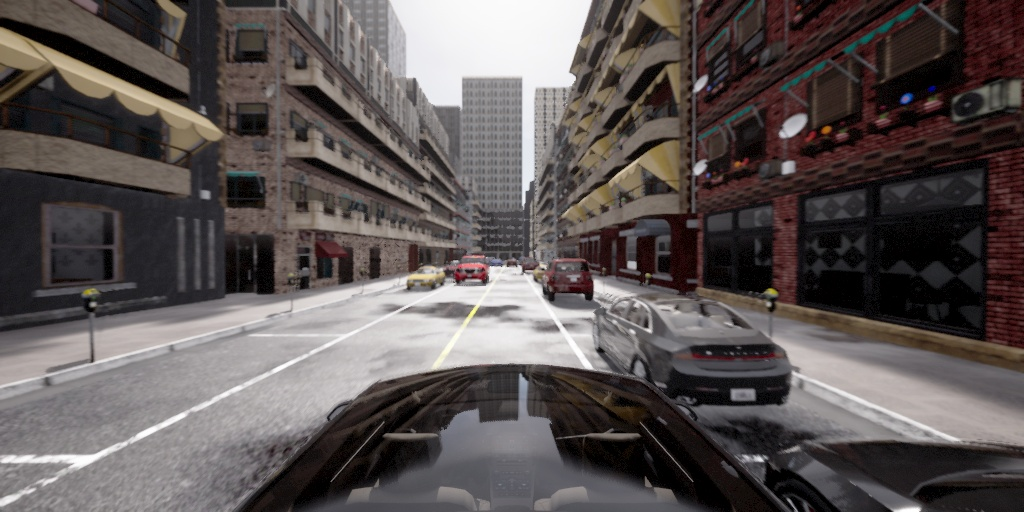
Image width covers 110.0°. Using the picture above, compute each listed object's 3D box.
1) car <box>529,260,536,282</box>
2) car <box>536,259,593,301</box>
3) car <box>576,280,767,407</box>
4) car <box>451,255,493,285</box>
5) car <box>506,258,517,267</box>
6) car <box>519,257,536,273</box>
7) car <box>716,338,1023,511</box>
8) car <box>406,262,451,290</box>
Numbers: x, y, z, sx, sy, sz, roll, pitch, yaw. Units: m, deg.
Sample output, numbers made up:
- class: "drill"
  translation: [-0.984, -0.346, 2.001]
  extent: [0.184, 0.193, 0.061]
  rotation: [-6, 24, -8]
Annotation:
- class: "car"
  translation: [2.562, 1.268, 28.517]
  extent: [1.751, 1.417, 4.829]
  rotation: [0, 0, 0]
- class: "car"
  translation: [2.563, 1.061, 17.249]
  extent: [2.192, 1.841, 5.009]
  rotation: [0, 0, 0]
- class: "car"
  translation: [2.564, 1.299, 6.151]
  extent: [2.007, 1.370, 4.403]
  rotation: [0, 0, 0]
- class: "car"
  translation: [-2.847, 0.965, 26.666]
  extent: [2.150, 2.045, 5.566]
  rotation: [0, 0, 0]
- class: "car"
  translation: [-0.005, 1.207, 63.245]
  extent: [1.882, 1.535, 5.008]
  rotation: [0, 0, 0]
- class: "car"
  translation: [2.258, 1.090, 43.657]
  extent: [2.097, 1.767, 4.553]
  rotation: [0, 0, 0]
- class: "car"
  translation: [2.564, 1.316, 0.602]
  extent: [1.948, 1.339, 4.313]
  rotation: [0, 0, 0]
- class: "car"
  translation: [-5.318, 1.270, 22.607]
  extent: [1.751, 1.417, 4.829]
  rotation: [0, 0, 0]
